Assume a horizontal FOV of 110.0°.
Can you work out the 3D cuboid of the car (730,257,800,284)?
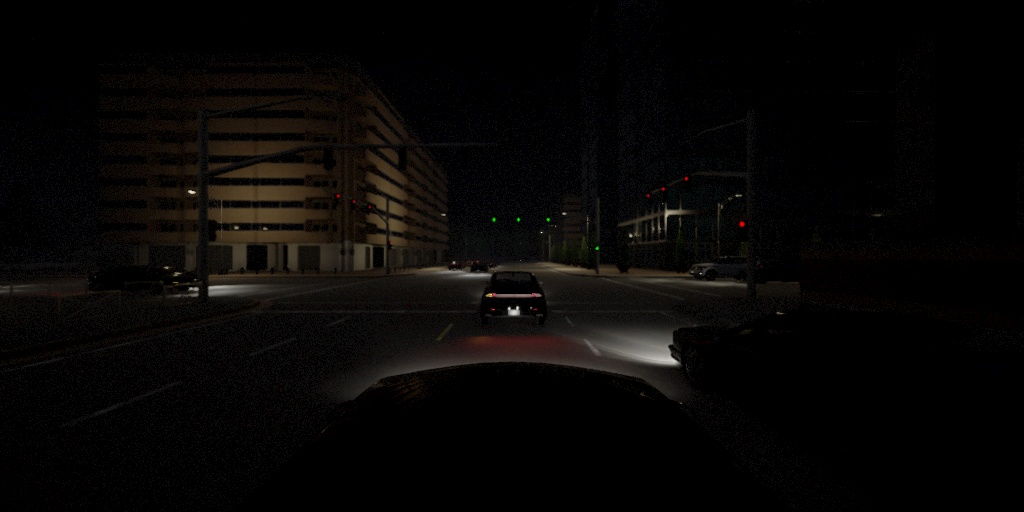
[{"bbox_3d":[19.393,1.135,26.746,4.553,1.767,2.097,0,0,0],"label":"car"}]

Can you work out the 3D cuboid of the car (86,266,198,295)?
[{"bbox_3d":[-20.207,1.293,19.660,4.892,1.490,1.837,0,0,0],"label":"car"}]

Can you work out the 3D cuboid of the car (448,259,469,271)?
[{"bbox_3d":[-7.423,1.307,48.905,1.895,1.301,4.718,0,0,0],"label":"car"}]

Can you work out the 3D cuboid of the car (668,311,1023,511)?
[{"bbox_3d":[3.600,1.296,3.699,2.033,1.411,5.357,0,0,0],"label":"car"}]

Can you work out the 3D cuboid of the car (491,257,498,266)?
[{"bbox_3d":[-3.818,1.176,57.357,1.882,1.535,5.008,0,0,1],"label":"car"}]

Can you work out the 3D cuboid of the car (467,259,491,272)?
[{"bbox_3d":[-3.832,1.312,42.651,1.895,1.301,4.718,0,0,0],"label":"car"}]

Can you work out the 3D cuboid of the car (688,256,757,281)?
[{"bbox_3d":[17.980,1.001,30.252,5.566,2.045,2.150,0,0,0],"label":"car"}]

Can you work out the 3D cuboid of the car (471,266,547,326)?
[{"bbox_3d":[0.029,1.232,11.584,2.128,1.511,4.902,0,0,-1],"label":"car"}]
